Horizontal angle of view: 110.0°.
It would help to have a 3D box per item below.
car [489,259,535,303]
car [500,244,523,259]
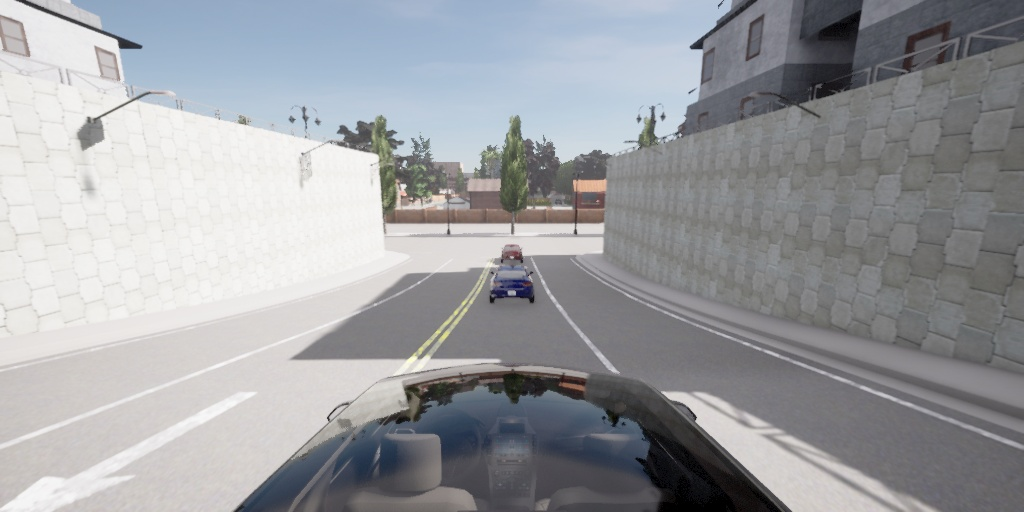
[{"bbox_3d":[-0.002,1.106,15.672,1.812,1.442,4.674,0,3,0],"label":"car"},{"bbox_3d":[-0.005,-0.300,30.463,1.812,1.442,4.674,0,6,0],"label":"car"}]
